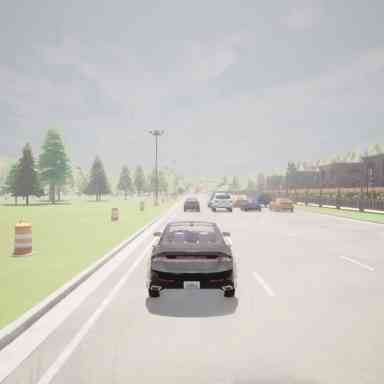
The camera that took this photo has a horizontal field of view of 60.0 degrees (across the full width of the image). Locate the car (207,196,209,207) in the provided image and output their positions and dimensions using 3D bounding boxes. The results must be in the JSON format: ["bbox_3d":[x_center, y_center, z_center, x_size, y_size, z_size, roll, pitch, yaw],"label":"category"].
[{"bbox_3d":[3.469,1.221,49.596,2.150,2.045,5.566,0,0,0],"label":"car"}]

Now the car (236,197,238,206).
[{"bbox_3d":[6.969,1.478,49.568,1.882,1.535,5.008,0,0,0],"label":"car"}]

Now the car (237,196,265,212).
[{"bbox_3d":[6.975,1.564,39.565,1.994,1.385,4.181,0,0,0],"label":"car"}]

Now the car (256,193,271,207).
[{"bbox_3d":[10.469,1.221,49.600,2.150,2.045,5.566,0,0,0],"label":"car"}]

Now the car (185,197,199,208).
[{"bbox_3d":[-0.031,1.547,49.564,2.033,1.411,5.357,0,0,0],"label":"car"}]

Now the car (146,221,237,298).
[{"bbox_3d":[-0.006,1.492,8.531,2.128,1.511,4.902,0,0,0],"label":"car"}]

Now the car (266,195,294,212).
[{"bbox_3d":[10.476,1.478,39.150,1.882,1.535,5.008,0,0,0],"label":"car"}]

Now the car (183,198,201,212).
[{"bbox_3d":[-0.024,1.491,39.144,2.128,1.511,4.902,0,0,0],"label":"car"}]

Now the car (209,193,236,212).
[{"bbox_3d":[3.475,1.221,39.176,2.150,2.045,5.566,0,0,0],"label":"car"}]
